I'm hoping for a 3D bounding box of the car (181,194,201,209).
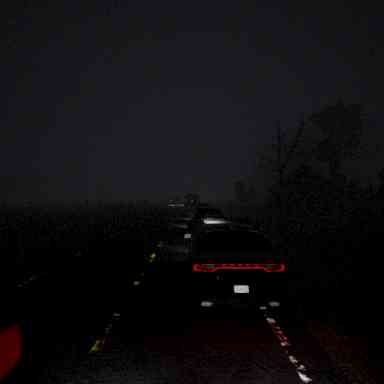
[{"bbox_3d":[0.073,1.251,45.948,2.150,2.045,5.566,0,0,1],"label":"car"}]

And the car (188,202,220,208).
[{"bbox_3d":[0.839,1.509,18.055,1.837,1.490,4.892,0,0,0],"label":"car"}]

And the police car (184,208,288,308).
[{"bbox_3d":[0.832,1.426,8.165,1.930,1.638,5.238,0,0,0],"label":"police car"}]

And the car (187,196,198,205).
[{"bbox_3d":[0.046,1.534,60.562,1.882,1.535,5.008,0,0,0],"label":"car"}]

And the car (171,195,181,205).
[{"bbox_3d":[-2.705,1.407,60.308,2.097,1.767,4.553,0,0,0],"label":"car"}]

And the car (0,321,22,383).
[{"bbox_3d":[-2.747,1.601,1.326,1.895,1.301,4.718,0,0,0],"label":"car"}]

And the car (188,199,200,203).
[{"bbox_3d":[0.844,1.511,24.055,1.837,1.490,4.892,0,0,0],"label":"car"}]
